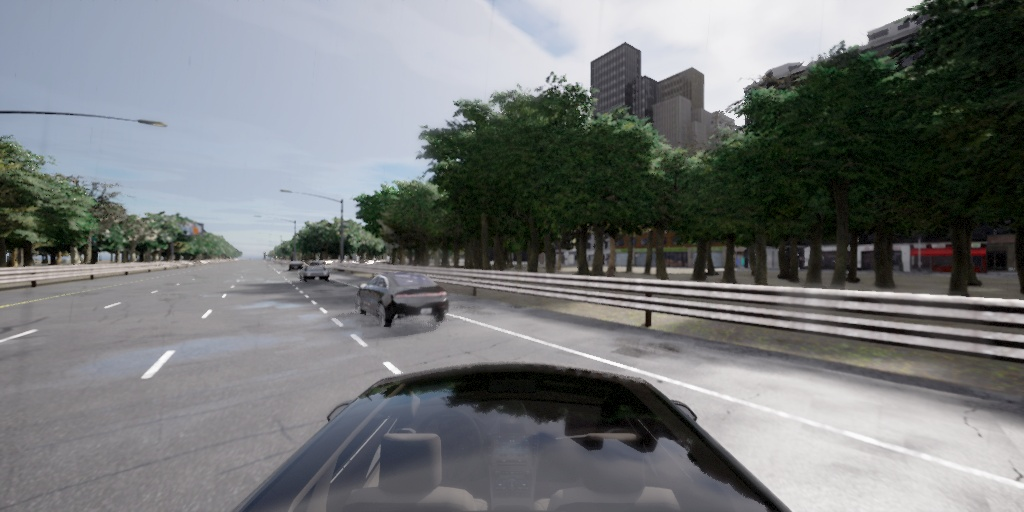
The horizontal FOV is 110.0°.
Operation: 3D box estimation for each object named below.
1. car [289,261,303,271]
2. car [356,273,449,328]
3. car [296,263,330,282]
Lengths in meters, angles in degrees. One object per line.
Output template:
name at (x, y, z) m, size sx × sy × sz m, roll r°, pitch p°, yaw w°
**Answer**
car at (-33.361, 1.508, 55.640) m, size 1.882 × 1.535 × 5.008 m, roll 0°, pitch 0°, yaw -27°
car at (-3.735, 1.297, 11.780) m, size 2.128 × 1.511 × 4.902 m, roll 0°, pitch 0°, yaw -35°
car at (-16.945, 1.501, 30.637) m, size 1.895 × 1.301 × 4.718 m, roll 0°, pitch 0°, yaw -35°
